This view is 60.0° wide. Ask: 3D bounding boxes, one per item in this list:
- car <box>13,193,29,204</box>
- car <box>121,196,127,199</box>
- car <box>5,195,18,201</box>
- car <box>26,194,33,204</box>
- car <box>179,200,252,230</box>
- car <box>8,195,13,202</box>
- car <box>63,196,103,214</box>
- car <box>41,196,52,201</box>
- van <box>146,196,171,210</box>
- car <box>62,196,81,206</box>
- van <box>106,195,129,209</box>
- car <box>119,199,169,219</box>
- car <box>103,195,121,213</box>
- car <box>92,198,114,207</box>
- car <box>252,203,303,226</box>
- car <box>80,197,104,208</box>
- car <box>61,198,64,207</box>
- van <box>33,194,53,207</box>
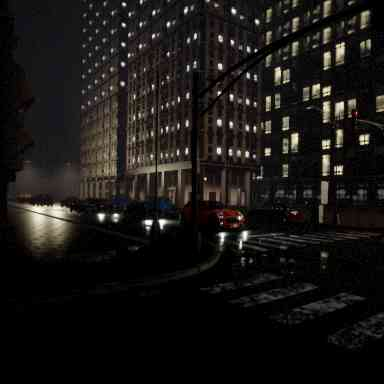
[{"bbox_3d":[-30.479,1.155,60.560,2.192,1.841,5.009,1,-1,-35],"label":"car"},{"bbox_3d":[-7.292,1.584,42.389,2.008,1.369,4.403,1,-1,-35],"label":"car"},{"bbox_3d":[-40.299,1.378,74.370,2.008,1.369,4.403,1,-1,-35],"label":"car"},{"bbox_3d":[-23.939,1.432,51.348,1.802,1.307,4.206,1,-1,-35],"label":"car"},{"bbox_3d":[1.144,1.303,20.531,2.097,1.767,4.553,1,-1,-35],"label":"car"},{"bbox_3d":[-37.027,1.397,69.766,1.947,1.339,4.313,1,-1,-35],"label":"car"},{"bbox_3d":[-10.850,1.427,32.932,2.008,1.369,4.403,1,-1,-35],"label":"car"},{"bbox_3d":[-36.743,1.571,83.827,1.802,1.307,4.206,1,-1,-35],"label":"car"},{"bbox_3d":[-4.017,1.382,37.787,1.690,1.788,3.998,1,-1,-35],"label":"van"},{"bbox_3d":[-20.468,1.465,56.288,1.837,1.490,4.892,1,-1,-35],"label":"car"},{"bbox_3d":[-10.561,1.368,46.996,1.690,1.788,3.998,1,-1,-35],"label":"van"},{"bbox_3d":[-4.060,1.502,27.845,1.994,1.385,4.181,1,-1,-35],"label":"car"},{"bbox_3d":[-9.925,1.402,36.113,1.882,1.535,5.008,1,-1,-36],"label":"car"},{"bbox_3d":[-13.837,1.587,51.598,1.947,1.339,4.313,1,-1,-35],"label":"car"},{"bbox_3d":[5.799,1.505,23.973,1.967,1.590,4.097,1,-1,-35],"label":"car"},{"bbox_3d":[-14.449,1.498,47.904,1.812,1.442,4.674,1,-1,-35],"label":"car"},{"bbox_3d":[-16.594,1.402,45.576,2.128,1.511,4.902,1,-1,-35],"label":"car"},{"bbox_3d":[-20.663,1.197,46.746,1.690,1.788,3.998,1,-1,-35],"label":"van"}]
